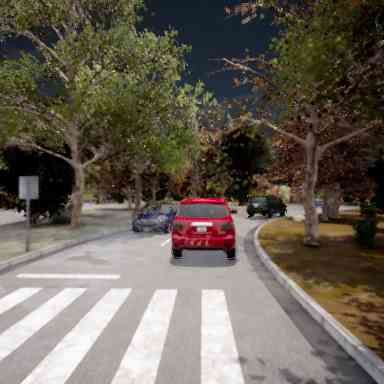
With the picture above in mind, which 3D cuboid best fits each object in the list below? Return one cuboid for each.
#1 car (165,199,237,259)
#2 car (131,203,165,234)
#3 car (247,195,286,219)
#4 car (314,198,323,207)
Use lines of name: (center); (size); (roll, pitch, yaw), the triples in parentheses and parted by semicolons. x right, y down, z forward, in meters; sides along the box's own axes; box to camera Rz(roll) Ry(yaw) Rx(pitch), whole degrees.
car: (0.578, 1.268, 13.030); (2.150, 2.045, 5.566); (0, 0, 6)
car: (-1.847, 1.437, 19.865); (2.097, 1.767, 4.553); (0, 0, 16)
car: (7.073, 1.338, 31.271); (2.150, 2.045, 5.566); (-1, -1, 33)
car: (20.919, 1.815, 56.178); (1.812, 1.442, 4.674); (1, 0, 4)
